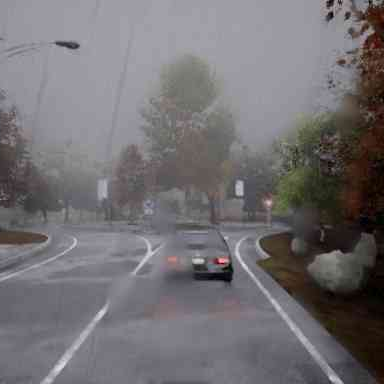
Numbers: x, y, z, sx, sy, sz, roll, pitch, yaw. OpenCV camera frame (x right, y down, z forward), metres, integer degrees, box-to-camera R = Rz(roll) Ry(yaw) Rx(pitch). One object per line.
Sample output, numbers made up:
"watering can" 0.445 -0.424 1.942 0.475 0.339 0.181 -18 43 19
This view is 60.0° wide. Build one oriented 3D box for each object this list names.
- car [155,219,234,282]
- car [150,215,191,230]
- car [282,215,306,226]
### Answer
"car" 0.200 1.759 10.329 2.033 1.411 5.357 0 -2 1
"car" -1.068 2.700 28.355 4.892 1.490 1.837 0 -2 -4
"car" 13.724 3.779 44.774 2.033 1.411 5.357 0 -4 -1
